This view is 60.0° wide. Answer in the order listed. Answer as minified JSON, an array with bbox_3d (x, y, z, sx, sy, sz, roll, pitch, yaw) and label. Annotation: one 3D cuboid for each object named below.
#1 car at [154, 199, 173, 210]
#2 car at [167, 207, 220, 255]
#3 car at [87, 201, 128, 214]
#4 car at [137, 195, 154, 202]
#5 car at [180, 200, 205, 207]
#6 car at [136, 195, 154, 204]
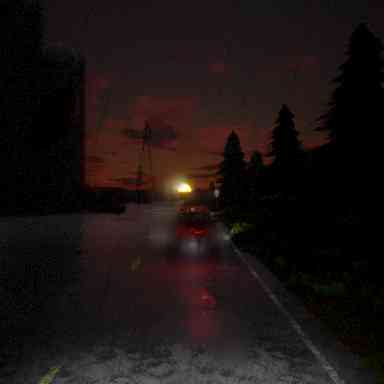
[{"bbox_3d":[-3.590,1.692,45.092,1.994,1.385,4.181,0,0,0],"label":"car"},{"bbox_3d":[0.064,1.542,13.389,1.837,1.490,4.892,0,0,0],"label":"car"},{"bbox_3d":[-9.058,1.652,35.790,4.181,1.381,1.994,0,0,-1],"label":"car"},{"bbox_3d":[-11.897,1.600,85.645,3.866,1.878,1.905,0,0,-31],"label":"car"},{"bbox_3d":[0.064,1.432,28.448,2.097,1.767,4.553,0,0,0],"label":"car"},{"bbox_3d":[-9.542,1.679,68.799,3.988,1.617,1.851,0,0,-1],"label":"car"}]
